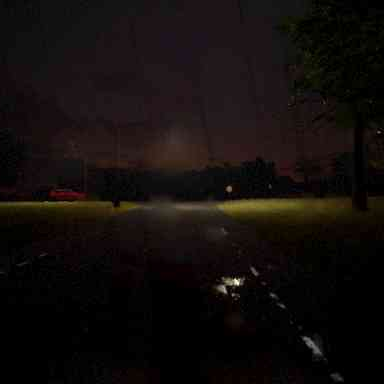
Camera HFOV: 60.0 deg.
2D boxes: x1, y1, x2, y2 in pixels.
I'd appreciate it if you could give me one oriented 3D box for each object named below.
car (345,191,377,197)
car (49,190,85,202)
[{"bbox_3d":[31.721,0.414,62.406,5.357,1.411,2.033,-1,-2,-1],"label":"car"},{"bbox_3d":[-20.585,0.640,54.936,5.566,2.045,2.150,-1,-2,1],"label":"car"}]
